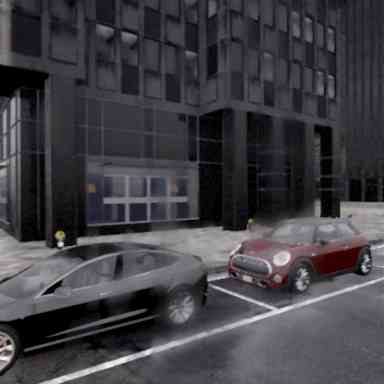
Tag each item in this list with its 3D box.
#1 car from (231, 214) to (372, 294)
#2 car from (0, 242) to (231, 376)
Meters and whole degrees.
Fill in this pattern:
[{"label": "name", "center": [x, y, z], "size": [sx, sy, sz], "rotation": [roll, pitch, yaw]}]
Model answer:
[{"label": "car", "center": [2.878, 1.442, 8.704], "size": [4.097, 1.590, 1.967], "rotation": [0, 0, -35]}, {"label": "car", "center": [-1.683, 1.567, 5.451], "size": [4.313, 1.339, 1.947], "rotation": [0, 0, -35]}]
